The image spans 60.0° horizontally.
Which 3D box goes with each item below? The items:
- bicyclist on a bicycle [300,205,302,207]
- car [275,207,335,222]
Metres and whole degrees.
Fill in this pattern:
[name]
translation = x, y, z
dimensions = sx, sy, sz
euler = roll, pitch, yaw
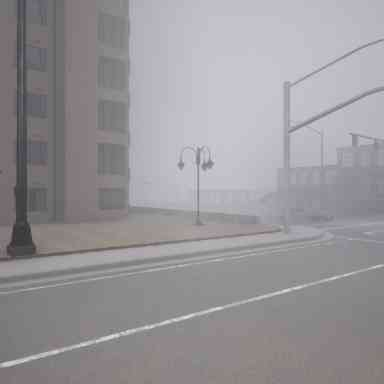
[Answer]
[bicyclist on a bicycle]
translation = 13.549, 2.464, 40.681
dimensions = 1.656, 1.620, 0.582
euler = 0, -8, -35
[car]
translation = 9.395, 1.890, 27.822
dimensions = 1.895, 1.301, 4.718
euler = 0, -5, -36
